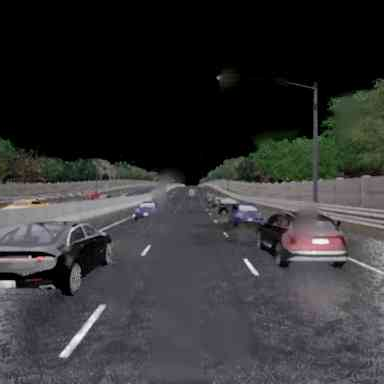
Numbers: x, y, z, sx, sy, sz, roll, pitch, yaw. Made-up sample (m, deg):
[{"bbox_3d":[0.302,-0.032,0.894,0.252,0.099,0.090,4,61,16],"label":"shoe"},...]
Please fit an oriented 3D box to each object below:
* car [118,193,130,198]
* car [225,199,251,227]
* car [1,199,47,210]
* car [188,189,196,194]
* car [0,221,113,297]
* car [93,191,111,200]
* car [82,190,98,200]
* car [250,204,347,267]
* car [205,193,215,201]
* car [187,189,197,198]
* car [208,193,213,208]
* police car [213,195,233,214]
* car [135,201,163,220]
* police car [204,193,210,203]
[{"bbox_3d":[-13.986,0.941,68.777,2.128,1.511,4.902,0,1,0],"label":"car"},{"bbox_3d":[3.505,1.471,22.336,1.812,1.442,4.674,0,0,0],"label":"car"},{"bbox_3d":[-14.090,1.392,28.145,1.882,1.535,5.008,0,0,0],"label":"car"},{"bbox_3d":[0.019,-0.147,92.386,1.994,1.385,4.181,0,3,0],"label":"car"},{"bbox_3d":[-3.398,1.479,8.552,2.128,1.511,4.902,0,0,0],"label":"car"},{"bbox_3d":[-17.487,1.031,66.602,2.128,1.511,4.902,0,2,0],"label":"car"},{"bbox_3d":[-20.986,0.623,69.157,2.150,2.045,5.566,0,1,0],"label":"car"},{"bbox_3d":[3.502,1.413,11.334,2.033,1.649,4.856,0,0,0],"label":"car"},{"bbox_3d":[3.514,1.019,66.328,1.837,1.490,4.892,0,1,0],"label":"car"},{"bbox_3d":[0.016,0.655,76.481,2.128,1.511,4.902,0,2,0],"label":"car"},{"bbox_3d":[3.509,1.317,44.341,1.837,1.490,4.892,0,0,0],"label":"car"},{"bbox_3d":[3.507,1.308,33.448,1.930,1.638,5.238,0,0,0],"label":"police car"},{"bbox_3d":[-3.394,1.448,26.776,1.812,1.442,4.674,0,0,0],"label":"car"},{"bbox_3d":[3.512,1.228,55.339,2.038,1.542,4.974,0,1,0],"label":"police car"}]
